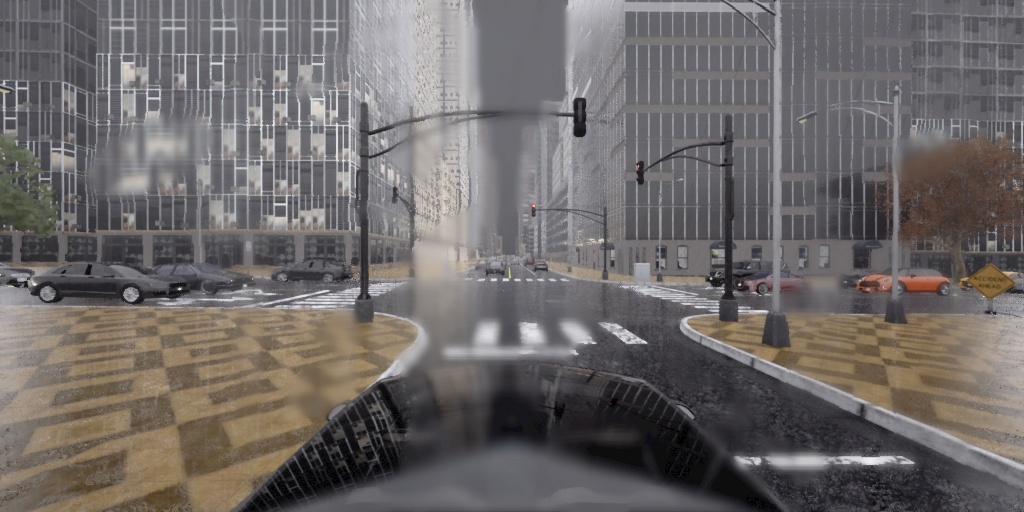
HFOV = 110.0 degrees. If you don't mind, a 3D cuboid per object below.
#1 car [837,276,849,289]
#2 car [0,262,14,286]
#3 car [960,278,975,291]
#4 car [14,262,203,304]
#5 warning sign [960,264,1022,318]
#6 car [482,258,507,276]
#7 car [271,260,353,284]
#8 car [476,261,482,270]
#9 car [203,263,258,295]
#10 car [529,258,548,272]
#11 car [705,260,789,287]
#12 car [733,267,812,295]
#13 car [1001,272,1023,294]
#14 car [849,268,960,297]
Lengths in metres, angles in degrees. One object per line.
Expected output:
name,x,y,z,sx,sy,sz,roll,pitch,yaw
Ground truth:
car,26.289,1.813,26.095,4.181,1.385,1.994,1,0,-3
car,-25.374,0.802,16.683,4.902,1.511,2.128,1,0,-3
car,36.318,1.906,26.608,5.008,1.535,1.882,1,0,-3
car,-15.427,0.998,13.945,4.892,1.490,1.837,1,0,-3
warning sign,17.213,1.204,12.901,1.060,1.860,1.300,0,0,-3
car,-1.703,1.245,36.995,1.882,1.535,5.008,0,0,-1
car,-13.291,1.034,23.944,4.892,1.490,1.837,1,1,-3
car,-4.322,1.342,52.068,1.802,1.307,4.207,0,0,-1
car,-15.440,1.040,17.233,5.357,1.411,2.033,1,0,0
car,3.663,1.328,46.623,1.948,1.339,4.313,0,0,-1
car,16.900,1.302,25.601,5.566,2.045,2.150,1,0,-3
car,16.087,1.630,22.305,4.181,1.385,1.994,1,0,-3
car,33.779,1.948,23.221,4.181,1.385,1.994,1,0,-2
car,24.781,1.574,22.757,4.553,1.767,2.097,1,0,-3
